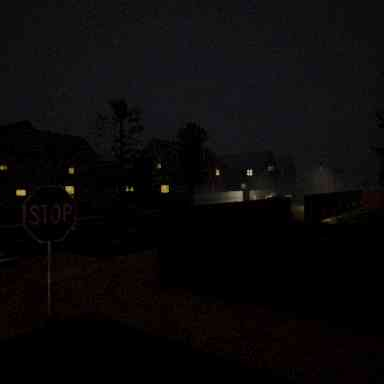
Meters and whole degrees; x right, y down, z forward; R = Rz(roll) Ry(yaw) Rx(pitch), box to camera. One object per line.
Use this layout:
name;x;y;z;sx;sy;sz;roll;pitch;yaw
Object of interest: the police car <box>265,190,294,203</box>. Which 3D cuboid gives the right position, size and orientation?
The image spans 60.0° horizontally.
police car;9.859;0.600;37.538;2.038;1.542;4.974;-1;1;36
